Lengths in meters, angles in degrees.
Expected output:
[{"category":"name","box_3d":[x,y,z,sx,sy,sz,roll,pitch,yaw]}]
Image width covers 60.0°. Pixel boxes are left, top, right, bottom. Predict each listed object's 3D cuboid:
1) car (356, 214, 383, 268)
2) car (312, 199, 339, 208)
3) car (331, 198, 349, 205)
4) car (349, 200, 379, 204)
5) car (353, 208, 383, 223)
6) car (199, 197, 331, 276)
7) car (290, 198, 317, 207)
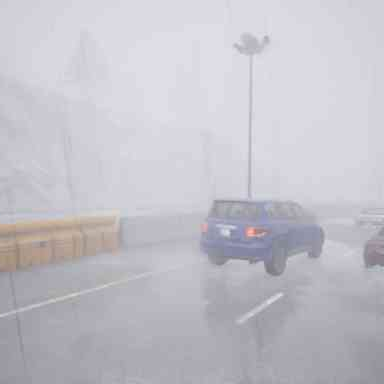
[{"category":"car","box_3d":[7.006,1.646,10.820,1.994,1.385,4.181,1,0,39]},{"category":"car","box_3d":[21.611,1.775,53.818,4.181,1.385,1.994,1,0,-36]},{"category":"car","box_3d":[22.336,1.722,50.022,4.902,1.511,2.128,1,0,-37]},{"category":"car","box_3d":[25.456,1.830,48.018,5.357,1.411,2.033,1,0,-36]},{"category":"car","box_3d":[12.888,1.747,22.923,1.895,1.301,4.718,1,0,44]},{"category":"car","box_3d":[2.496,1.227,10.801,2.150,2.045,5.566,1,-1,38]},{"category":"car","box_3d":[18.794,1.765,56.116,4.718,1.301,1.895,1,0,-36]}]
